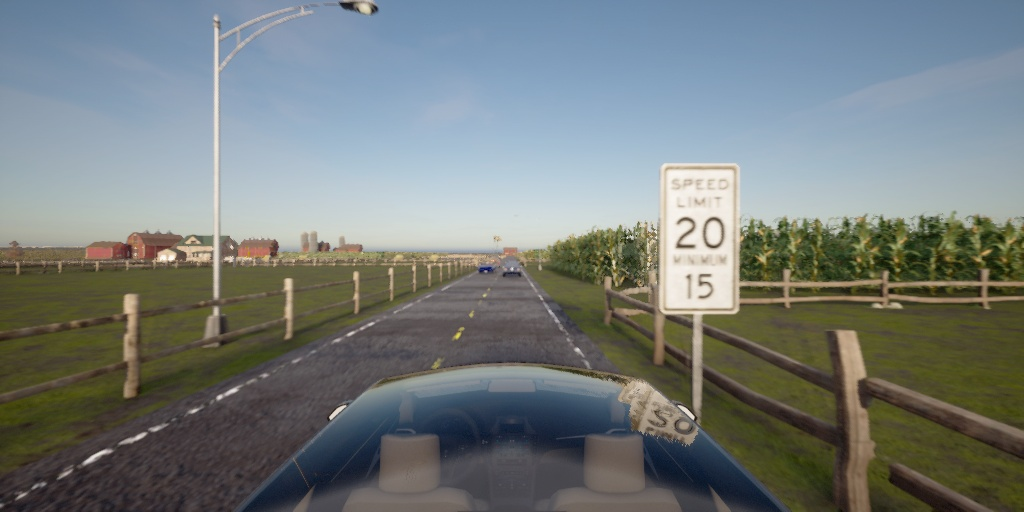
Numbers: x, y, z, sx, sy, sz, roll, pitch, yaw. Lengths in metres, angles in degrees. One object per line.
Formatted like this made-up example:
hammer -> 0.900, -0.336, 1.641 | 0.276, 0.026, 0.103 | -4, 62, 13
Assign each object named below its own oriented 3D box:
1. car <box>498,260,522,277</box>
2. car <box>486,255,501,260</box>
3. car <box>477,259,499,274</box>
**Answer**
car -> 0.005, 1.269, 35.096 | 2.033, 1.411, 5.357 | 0, 0, 0
car -> -2.746, 0.707, 53.520 | 2.097, 1.767, 4.553 | 0, 0, 0
car -> -2.747, 1.317, 39.663 | 1.895, 1.301, 4.718 | 0, 0, 0
